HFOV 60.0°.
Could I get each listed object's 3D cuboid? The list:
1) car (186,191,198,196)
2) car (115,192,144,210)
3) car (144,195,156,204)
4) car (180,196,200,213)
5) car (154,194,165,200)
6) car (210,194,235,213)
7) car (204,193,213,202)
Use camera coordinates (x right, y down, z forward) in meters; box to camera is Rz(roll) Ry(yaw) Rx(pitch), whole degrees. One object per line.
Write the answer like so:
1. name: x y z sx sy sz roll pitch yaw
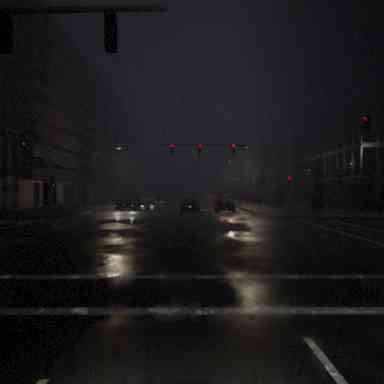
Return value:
1. car: -0.016 0.875 66.613 2.150 2.045 5.566 0 0 1
2. car: -7.398 1.018 38.846 2.150 2.045 5.566 0 0 0
3. car: -7.209 1.237 55.370 1.812 1.442 4.674 0 0 1
4. car: -0.203 1.382 34.788 1.994 1.385 4.181 0 0 0
5. car: -6.958 0.998 71.262 1.895 1.301 4.718 0 0 1
6. car: 3.298 1.313 34.150 2.128 1.511 4.902 0 0 0
7. car: 3.491 1.003 67.140 2.097 1.767 4.553 0 0 1
